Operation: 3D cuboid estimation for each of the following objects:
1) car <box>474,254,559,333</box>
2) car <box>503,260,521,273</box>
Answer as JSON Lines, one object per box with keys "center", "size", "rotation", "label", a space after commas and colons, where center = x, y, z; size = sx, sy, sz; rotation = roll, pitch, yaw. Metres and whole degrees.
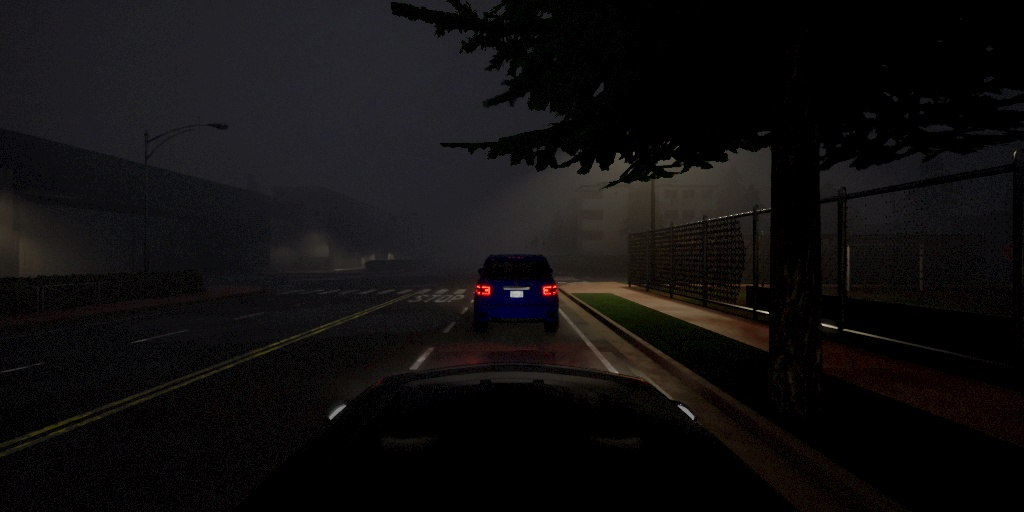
{"center": [0.113, 0.972, 10.933], "size": [2.150, 2.045, 5.566], "rotation": [0, 0, 0], "label": "car"}
{"center": [0.013, 1.241, 45.771], "size": [2.128, 1.511, 4.902], "rotation": [0, 0, 0], "label": "car"}
